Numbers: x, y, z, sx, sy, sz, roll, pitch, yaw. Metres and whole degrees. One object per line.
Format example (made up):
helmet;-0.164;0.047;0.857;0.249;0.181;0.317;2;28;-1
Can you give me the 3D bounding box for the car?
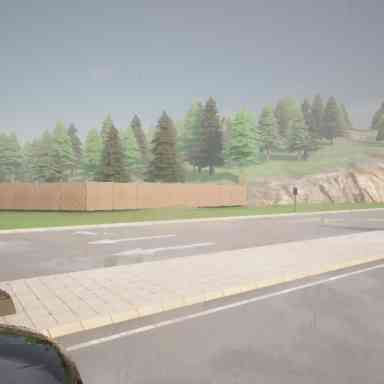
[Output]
car;-3.030;1.492;1.598;4.902;1.511;2.128;0;0;-35
